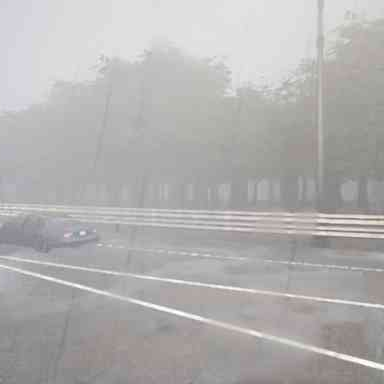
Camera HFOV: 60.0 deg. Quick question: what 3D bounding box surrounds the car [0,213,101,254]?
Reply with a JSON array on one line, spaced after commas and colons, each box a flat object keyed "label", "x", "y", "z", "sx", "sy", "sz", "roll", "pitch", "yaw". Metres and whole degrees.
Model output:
[{"label": "car", "x": -6.180, "y": 1.557, "z": 13.430, "sx": 5.357, "sy": 1.411, "sz": 2.033, "roll": 0, "pitch": 0, "yaw": 29}]
